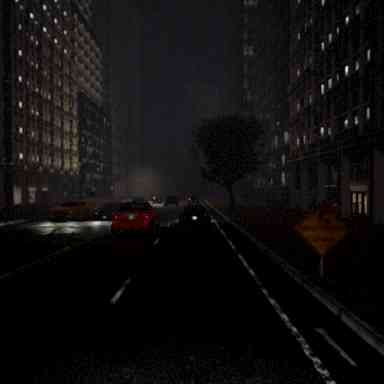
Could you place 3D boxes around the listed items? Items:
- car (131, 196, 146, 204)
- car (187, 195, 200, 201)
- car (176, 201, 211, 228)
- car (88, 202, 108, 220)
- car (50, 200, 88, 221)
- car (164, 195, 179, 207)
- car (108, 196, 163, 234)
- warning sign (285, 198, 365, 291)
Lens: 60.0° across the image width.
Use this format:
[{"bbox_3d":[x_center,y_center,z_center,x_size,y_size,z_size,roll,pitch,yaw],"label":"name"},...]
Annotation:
[{"bbox_3d":[-9.609,1.440,59.693,1.895,1.301,4.718,0,0,1],"label":"car"},{"bbox_3d":[0.267,1.355,55.692,1.837,1.490,4.892,0,-1,0],"label":"car"},{"bbox_3d":[0.164,1.507,21.747,1.994,1.385,4.181,0,0,0],"label":"car"},{"bbox_3d":[-6.445,1.472,27.229,2.033,1.411,5.357,0,0,1],"label":"car"},{"bbox_3d":[-9.700,1.401,26.881,1.882,1.535,5.008,0,0,1],"label":"car"},{"bbox_3d":[-2.989,1.220,49.826,2.097,1.767,4.553,0,0,-1],"label":"car"},{"bbox_3d":[-3.094,1.300,19.099,2.097,1.767,4.553,0,0,0],"label":"car"},{"bbox_3d":[2.885,1.098,7.391,1.300,1.860,1.060,1,1,0],"label":"warning sign"}]
